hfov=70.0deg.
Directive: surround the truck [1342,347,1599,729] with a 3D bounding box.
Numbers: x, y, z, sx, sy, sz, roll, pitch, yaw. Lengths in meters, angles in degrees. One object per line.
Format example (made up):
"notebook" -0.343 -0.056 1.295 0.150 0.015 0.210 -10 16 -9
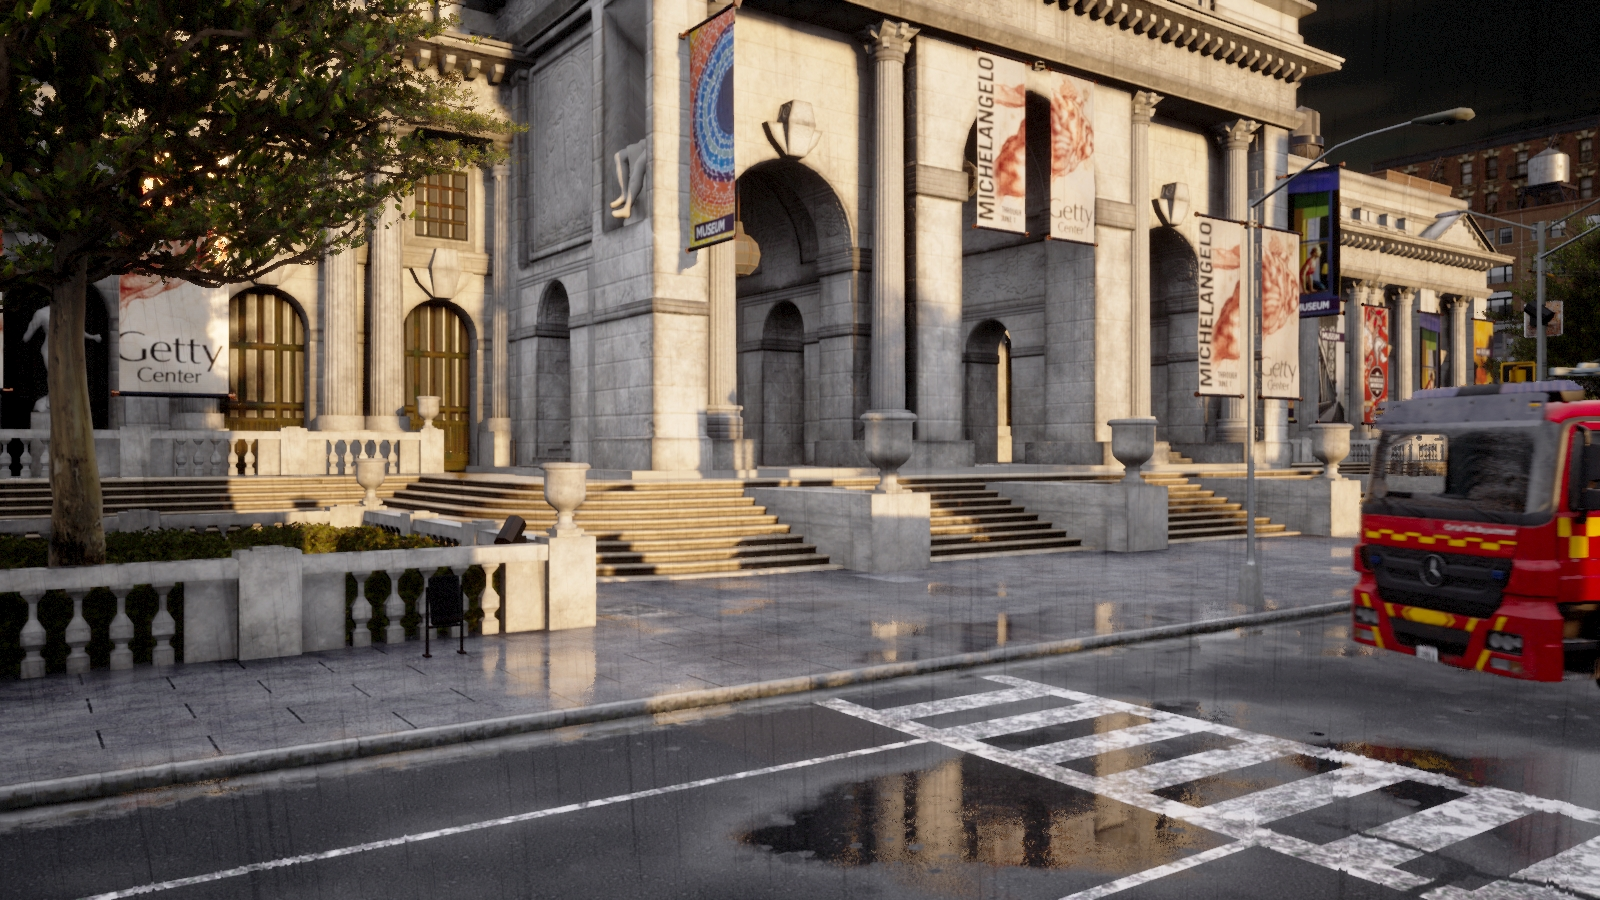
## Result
"truck" 11.233 0.883 13.858 8.468 3.827 2.891 0 0 -14
